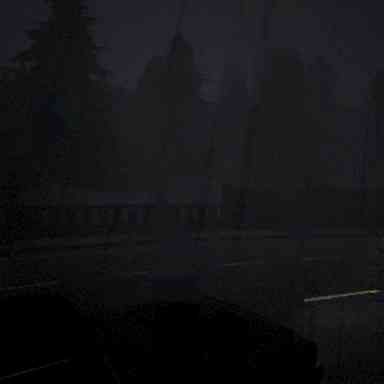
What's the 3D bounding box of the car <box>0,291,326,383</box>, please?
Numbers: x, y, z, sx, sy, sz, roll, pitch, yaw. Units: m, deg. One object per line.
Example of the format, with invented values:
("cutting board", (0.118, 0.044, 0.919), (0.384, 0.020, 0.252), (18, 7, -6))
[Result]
("car", (-1.084, 1.573, 2.646), (4.718, 1.301, 1.895), (0, 0, -34))
